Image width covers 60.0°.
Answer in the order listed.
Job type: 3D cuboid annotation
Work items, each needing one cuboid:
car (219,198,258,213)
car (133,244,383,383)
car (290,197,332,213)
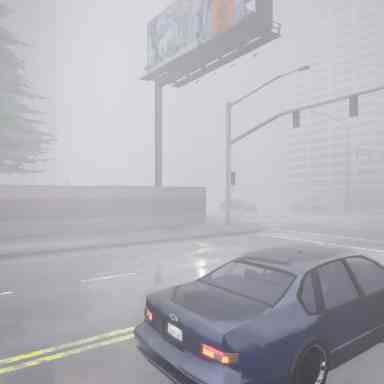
[{"bbox_3d":[5.092,1.478,36.865,1.882,1.535,5.008,0,0,-35],"label":"car"},{"bbox_3d":[1.832,1.547,5.069,5.357,1.411,2.033,0,0,-37],"label":"car"},{"bbox_3d":[13.312,1.352,37.646,2.097,1.767,4.553,0,0,-35],"label":"car"}]
